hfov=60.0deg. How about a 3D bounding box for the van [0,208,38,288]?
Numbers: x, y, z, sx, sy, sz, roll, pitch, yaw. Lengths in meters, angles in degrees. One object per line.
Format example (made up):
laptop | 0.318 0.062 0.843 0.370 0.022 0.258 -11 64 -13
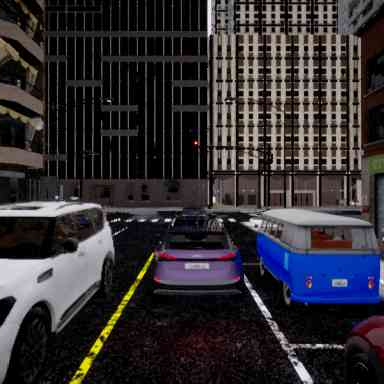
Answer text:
van | -5.312 1.343 7.618 1.690 1.788 3.998 0 0 0

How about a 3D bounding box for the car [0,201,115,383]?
car | -2.841 1.222 5.549 2.150 2.045 5.566 0 0 0

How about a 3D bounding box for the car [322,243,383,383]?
car | 2.569 1.440 1.935 1.967 1.590 4.097 0 0 0

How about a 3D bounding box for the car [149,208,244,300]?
car | 0.098 1.432 8.381 2.033 1.649 4.856 0 0 0

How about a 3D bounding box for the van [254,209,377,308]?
van | 2.568 1.343 7.625 1.690 1.788 3.998 0 0 0

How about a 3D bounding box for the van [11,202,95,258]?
van | -5.314 1.346 13.308 1.690 1.788 3.998 0 0 0
